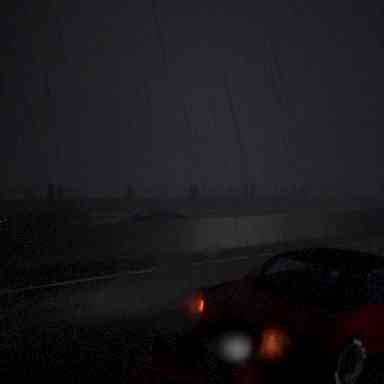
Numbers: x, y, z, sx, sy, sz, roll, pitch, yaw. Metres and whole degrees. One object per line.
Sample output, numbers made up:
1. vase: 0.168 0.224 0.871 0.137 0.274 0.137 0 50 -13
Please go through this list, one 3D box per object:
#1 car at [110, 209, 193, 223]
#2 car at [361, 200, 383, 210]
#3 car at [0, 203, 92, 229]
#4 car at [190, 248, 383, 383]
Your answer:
1. car: -1.786 1.486 14.995 4.181 1.385 1.994 0 0 -30
2. car: 15.939 1.322 26.995 4.674 1.442 1.812 0 0 -19
3. car: -8.399 1.398 19.147 5.008 1.535 1.882 0 0 -32
4. car: 2.426 1.564 5.132 4.718 1.301 1.895 0 0 -32
